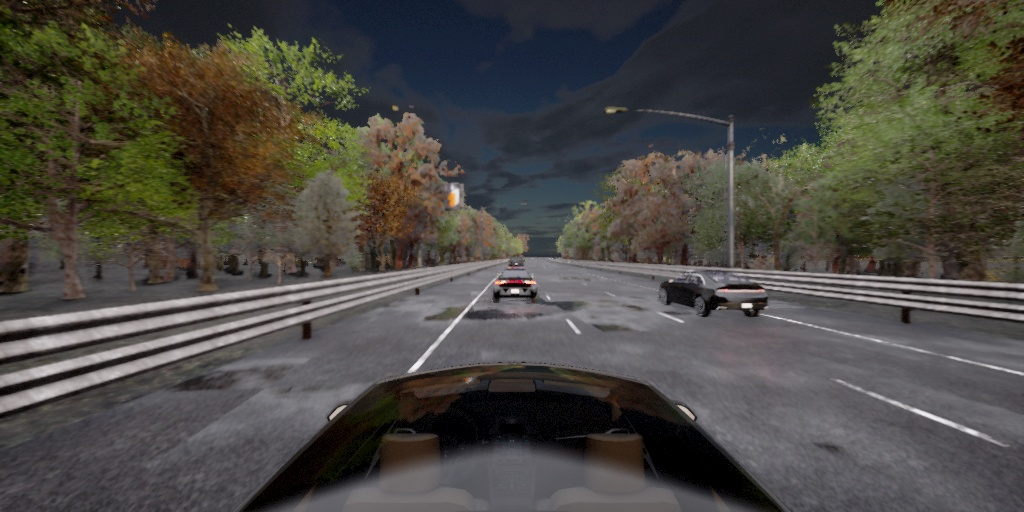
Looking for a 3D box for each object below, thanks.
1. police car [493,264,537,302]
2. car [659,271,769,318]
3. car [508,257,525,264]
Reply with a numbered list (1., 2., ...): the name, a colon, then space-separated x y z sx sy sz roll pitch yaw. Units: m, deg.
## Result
1. police car: 0.157 1.313 17.452 2.038 1.542 4.974 0 0 0
2. car: 7.126 1.293 13.279 2.128 1.511 4.902 0 0 0
3. car: 0.636 1.158 50.413 2.150 2.045 5.566 0 0 1
